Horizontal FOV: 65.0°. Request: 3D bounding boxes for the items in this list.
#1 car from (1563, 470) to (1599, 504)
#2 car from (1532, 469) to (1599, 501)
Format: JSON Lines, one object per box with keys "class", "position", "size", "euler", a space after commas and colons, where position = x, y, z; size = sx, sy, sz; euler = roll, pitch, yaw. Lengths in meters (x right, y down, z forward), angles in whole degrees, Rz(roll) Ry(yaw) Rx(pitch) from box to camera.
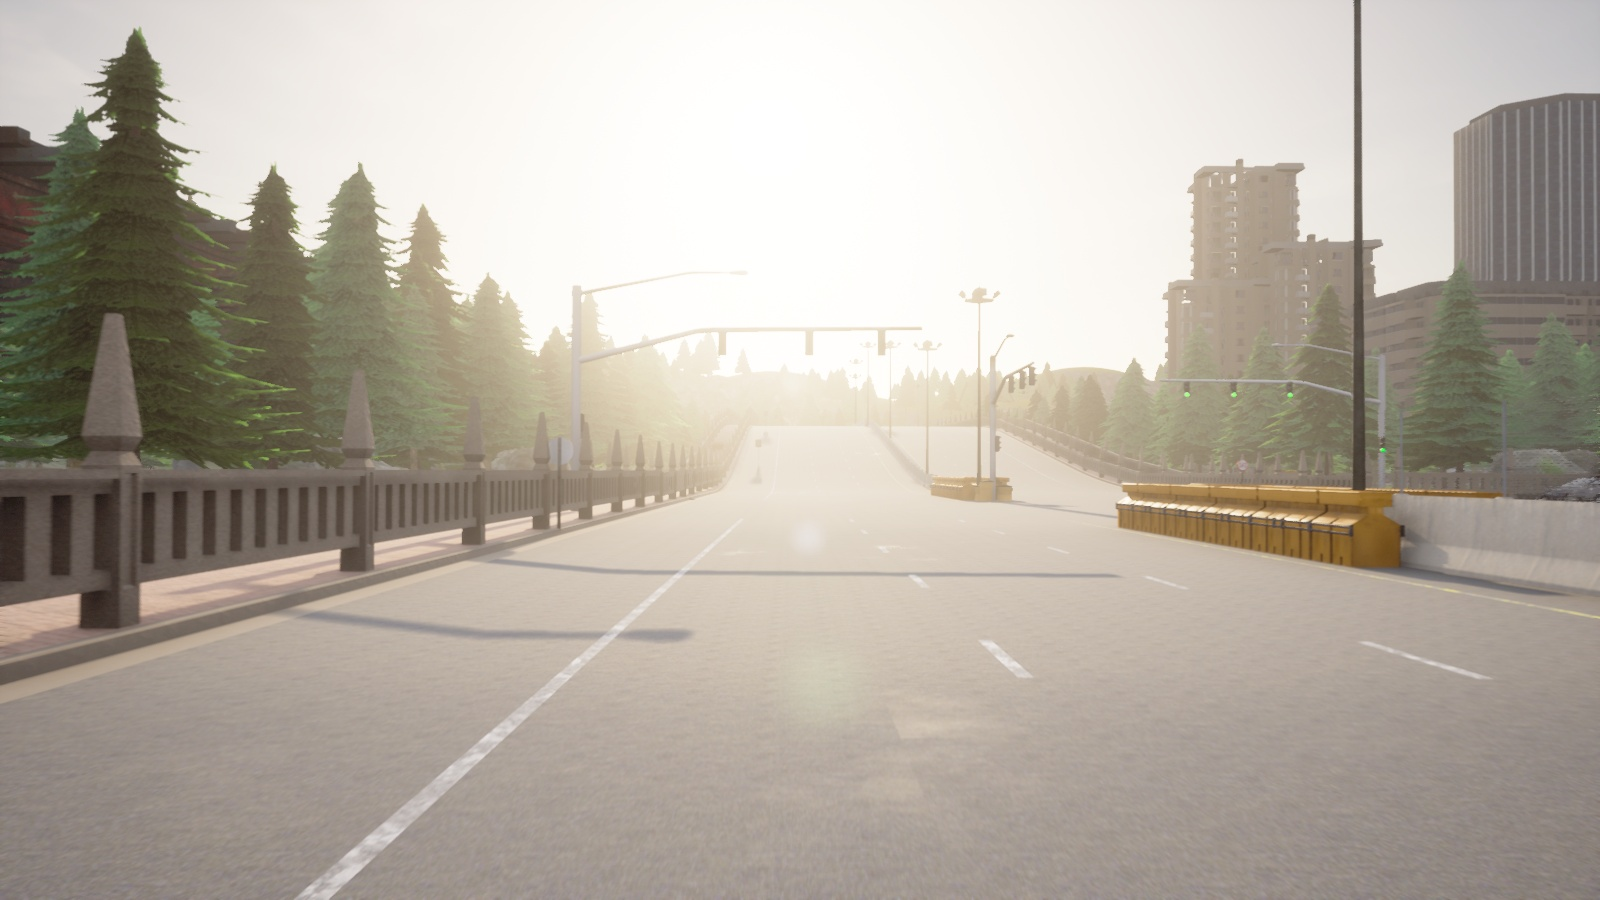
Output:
{"class": "car", "position": [36.584, 1.624, 56.277], "size": [3.633, 1.501, 1.845], "euler": [0, -1, 0]}
{"class": "car", "position": [37.902, 1.664, 59.787], "size": [4.792, 1.488, 2.163], "euler": [0, -1, 0]}
